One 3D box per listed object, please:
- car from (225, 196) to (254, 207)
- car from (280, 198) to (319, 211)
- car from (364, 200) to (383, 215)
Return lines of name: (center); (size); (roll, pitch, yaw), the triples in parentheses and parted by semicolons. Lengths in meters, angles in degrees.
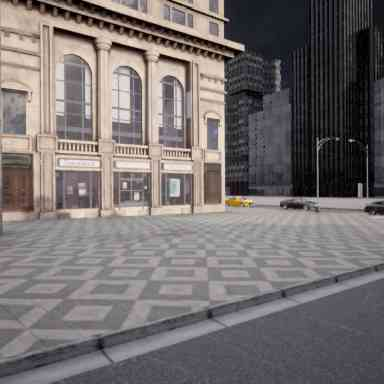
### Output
car: (6.629, 1.371, 47.046); (1.882, 1.535, 5.008); (-1, 1, -34)
car: (12.414, 1.414, 38.500); (2.128, 1.511, 4.902); (-1, 0, -34)
car: (18.091, 1.477, 30.159); (1.812, 1.442, 4.674); (-1, 0, -34)
